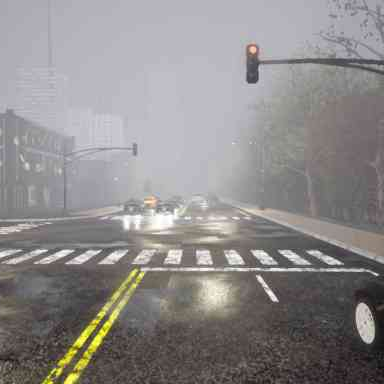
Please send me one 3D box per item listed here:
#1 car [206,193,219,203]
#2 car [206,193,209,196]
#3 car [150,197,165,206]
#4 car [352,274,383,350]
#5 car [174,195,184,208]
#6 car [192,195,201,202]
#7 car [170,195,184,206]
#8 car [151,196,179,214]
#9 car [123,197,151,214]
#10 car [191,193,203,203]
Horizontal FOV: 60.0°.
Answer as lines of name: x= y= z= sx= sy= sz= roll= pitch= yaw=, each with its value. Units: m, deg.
car: x=4.332 y=1.480 z=66.146 sx=1.837 sy=1.490 sz=4.892 roll=0 pitch=0 yaw=1
car: x=4.387 y=1.195 z=76.609 sx=2.150 sy=2.045 sz=5.566 roll=0 pitch=0 yaw=1
car: x=-5.739 y=1.544 z=55.907 sx=1.994 sy=1.385 sz=4.181 roll=0 pitch=0 yaw=2
car: x=3.394 y=1.477 z=3.191 sx=1.882 sy=1.535 sz=5.008 roll=0 pitch=0 yaw=1
car: x=-2.651 y=1.476 z=46.181 sx=2.128 sy=1.511 sz=4.902 roll=0 pitch=0 yaw=1
car: x=1.137 y=1.509 z=76.734 sx=2.033 sy=1.411 sz=5.357 roll=0 pitch=0 yaw=1
car: x=-2.496 y=1.332 z=56.472 sx=2.097 sy=1.767 sz=4.553 roll=0 pitch=0 yaw=1
car: x=-2.845 y=1.481 z=35.838 sx=2.128 sy=1.511 sz=4.902 roll=0 pitch=0 yaw=-1
car: x=-6.072 y=1.482 z=35.524 sx=2.128 sy=1.511 sz=4.902 roll=0 pitch=0 yaw=0
car: x=1.083 y=1.197 z=66.110 sx=2.150 sy=2.045 sz=5.566 roll=0 pitch=0 yaw=1
